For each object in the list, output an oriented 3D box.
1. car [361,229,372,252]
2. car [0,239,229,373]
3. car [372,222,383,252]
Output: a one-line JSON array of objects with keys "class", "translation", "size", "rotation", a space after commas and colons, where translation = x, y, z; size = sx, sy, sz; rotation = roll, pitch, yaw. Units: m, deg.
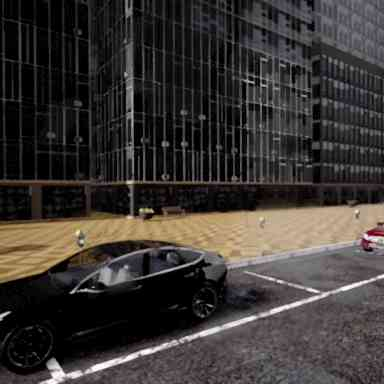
[{"class": "car", "translation": [7.934, 1.496, 12.222], "size": [4.206, 1.307, 1.802], "rotation": [0, 0, -36]}, {"class": "car", "translation": [-1.295, 1.553, 5.638], "size": [4.313, 1.339, 1.947], "rotation": [0, 0, -36]}, {"class": "car", "translation": [6.685, 1.413, 8.149], "size": [5.008, 1.535, 1.882], "rotation": [0, 0, -35]}]
